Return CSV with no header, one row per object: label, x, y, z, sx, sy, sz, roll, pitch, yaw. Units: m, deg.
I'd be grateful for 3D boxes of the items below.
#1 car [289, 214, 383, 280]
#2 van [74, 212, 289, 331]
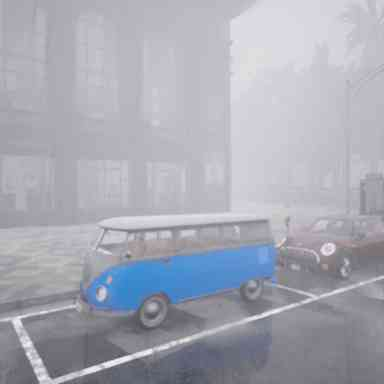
car,4.287,1.414,9.742,4.097,1.590,1.967,0,0,-36
van,-0.121,1.331,6.577,3.998,1.788,1.690,0,0,-36
